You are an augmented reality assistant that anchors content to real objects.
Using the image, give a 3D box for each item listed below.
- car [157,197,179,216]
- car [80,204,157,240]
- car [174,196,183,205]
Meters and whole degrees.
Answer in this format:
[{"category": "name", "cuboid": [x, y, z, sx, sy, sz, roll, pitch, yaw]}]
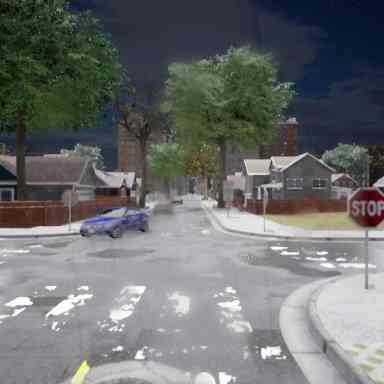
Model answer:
[{"category": "car", "cuboid": [-2.685, 1.551, 32.796, 2.033, 1.411, 5.357, 0, 0, 0]}, {"category": "car", "cuboid": [-3.814, 1.518, 17.380, 1.812, 1.442, 4.674, 0, 0, 19]}, {"category": "car", "cuboid": [-2.629, 1.503, 60.443, 1.882, 1.535, 5.008, 0, 0, 0]}]
